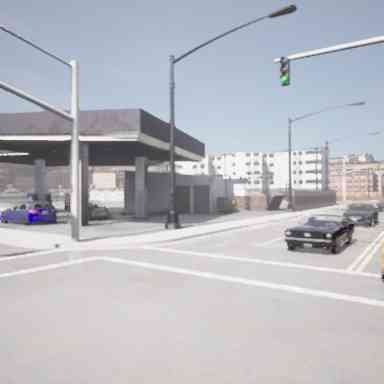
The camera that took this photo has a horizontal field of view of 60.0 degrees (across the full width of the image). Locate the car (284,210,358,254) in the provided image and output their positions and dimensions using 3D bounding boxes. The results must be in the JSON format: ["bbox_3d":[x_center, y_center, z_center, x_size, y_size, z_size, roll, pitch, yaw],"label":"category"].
[{"bbox_3d":[5.428,1.631,13.920,1.895,1.301,4.718,-1,0,34],"label":"car"}]

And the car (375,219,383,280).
[{"bbox_3d":[6.454,1.488,9.153,1.882,1.535,5.008,-1,-1,35],"label":"car"}]

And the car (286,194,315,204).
[{"bbox_3d":[23.393,1.415,71.617,5.566,2.045,2.150,-1,0,36],"label":"car"}]

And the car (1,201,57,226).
[{"bbox_3d":[-11.948,1.495,24.320,4.611,1.667,2.242,-1,0,36],"label":"car"}]

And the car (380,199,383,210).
[{"bbox_3d":[22.741,1.582,39.052,2.033,1.411,5.357,-1,0,35],"label":"car"}]

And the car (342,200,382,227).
[{"bbox_3d":[11.669,1.538,23.040,1.837,1.490,4.892,-1,-1,35],"label":"car"}]

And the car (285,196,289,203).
[{"bbox_3d":[21.716,1.664,68.512,5.008,1.535,1.882,-1,0,36],"label":"car"}]

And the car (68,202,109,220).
[{"bbox_3d":[-9.231,1.662,29.439,3.806,1.475,1.970,-1,0,36],"label":"car"}]
